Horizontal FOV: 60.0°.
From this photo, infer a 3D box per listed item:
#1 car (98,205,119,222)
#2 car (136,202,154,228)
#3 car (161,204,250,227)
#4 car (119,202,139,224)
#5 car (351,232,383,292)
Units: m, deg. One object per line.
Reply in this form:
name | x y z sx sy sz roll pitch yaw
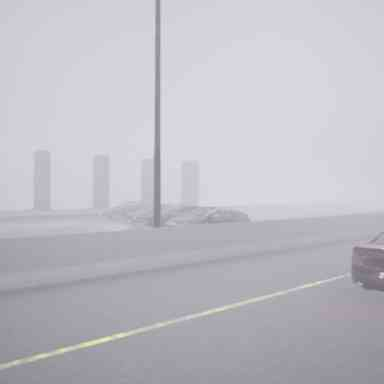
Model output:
car | -4.934 1.527 26.378 4.902 1.511 2.128 0 0 -36
car | -0.706 1.541 20.799 4.892 1.490 1.837 1 0 -36
car | 0.958 1.526 17.677 4.902 1.511 2.128 0 0 -36
car | -2.158 1.584 24.071 5.357 1.411 2.033 0 0 -37
car | 5.800 1.505 7.967 5.008 1.535 1.882 0 0 -36
